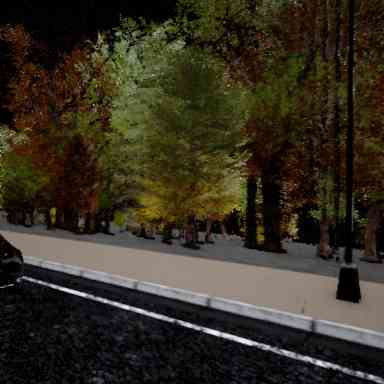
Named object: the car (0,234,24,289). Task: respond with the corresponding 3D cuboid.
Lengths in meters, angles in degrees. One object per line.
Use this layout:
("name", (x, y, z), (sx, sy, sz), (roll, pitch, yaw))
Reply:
("car", (-5.880, 1.493, 7.867), (4.892, 1.490, 1.837), (0, 0, 35))
